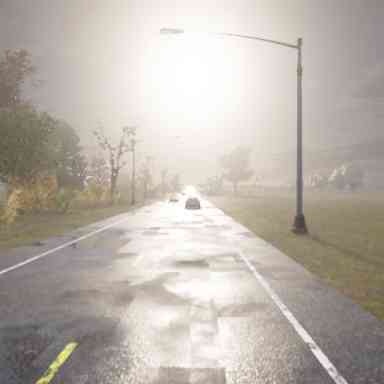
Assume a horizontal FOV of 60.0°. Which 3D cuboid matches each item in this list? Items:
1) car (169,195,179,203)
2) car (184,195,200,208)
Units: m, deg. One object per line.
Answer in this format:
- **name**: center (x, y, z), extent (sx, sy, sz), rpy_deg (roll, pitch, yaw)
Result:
- **car**: center (-3.504, 1.326, 65.461), extent (2.033, 1.411, 5.357), rpy_deg (0, 0, 0)
- **car**: center (0.102, 1.420, 44.395), extent (1.994, 1.385, 4.181), rpy_deg (0, 0, 0)
